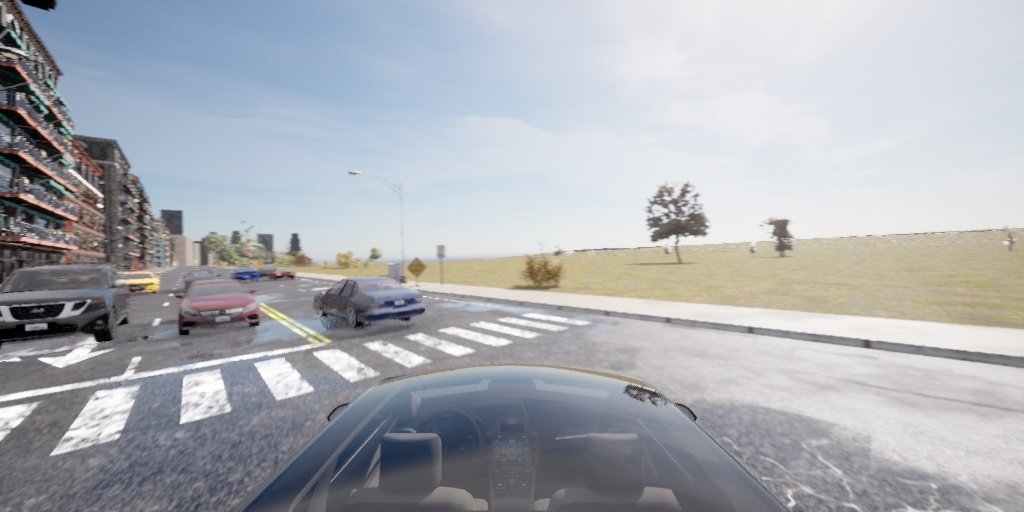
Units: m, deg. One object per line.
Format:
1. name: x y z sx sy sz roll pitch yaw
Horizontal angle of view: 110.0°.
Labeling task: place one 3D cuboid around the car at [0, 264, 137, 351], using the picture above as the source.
1. car: -12.597 1.275 10.155 2.150 2.045 5.566 -2 1 -42

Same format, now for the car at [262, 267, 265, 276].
1. car: -30.882 2.014 45.161 1.994 1.385 4.181 -2 0 -42

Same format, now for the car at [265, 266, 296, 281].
1. car: -24.634 1.907 38.308 1.895 1.301 4.718 -2 0 -42

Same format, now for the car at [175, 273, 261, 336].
1. car: -9.582 1.502 11.674 1.812 1.442 4.674 -2 1 -42

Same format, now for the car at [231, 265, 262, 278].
1. car: -26.519 1.838 35.536 1.882 1.535 5.008 -2 0 -41

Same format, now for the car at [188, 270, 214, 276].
1. car: -23.055 1.783 26.634 2.128 1.511 4.902 -2 0 -42

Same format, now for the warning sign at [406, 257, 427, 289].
1. warning sign: -5.671 0.968 21.465 1.300 1.860 1.060 0 0 -42

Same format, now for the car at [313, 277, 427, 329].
1. car: -4.908 1.400 11.912 2.033 1.411 5.357 -2 0 -44

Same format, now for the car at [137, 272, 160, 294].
1. car: -25.773 1.844 24.797 1.882 1.535 5.008 -2 0 -42
